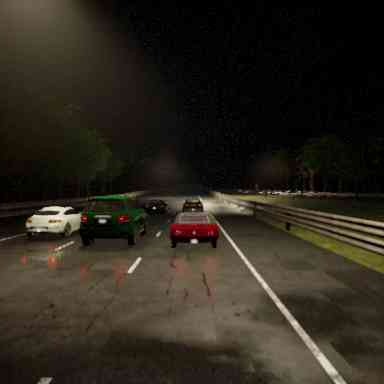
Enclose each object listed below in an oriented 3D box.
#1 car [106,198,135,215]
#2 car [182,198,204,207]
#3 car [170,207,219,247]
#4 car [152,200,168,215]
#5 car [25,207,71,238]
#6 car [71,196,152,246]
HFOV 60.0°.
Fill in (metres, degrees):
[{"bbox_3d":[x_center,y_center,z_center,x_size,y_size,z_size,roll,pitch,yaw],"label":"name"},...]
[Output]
[{"bbox_3d":[-6.912,1.383,32.600,1.812,1.442,4.674,0,0,0],"label":"car"},{"bbox_3d":[0.097,1.357,31.632,2.128,1.511,4.902,0,0,0],"label":"car"},{"bbox_3d":[0.094,1.570,14.903,1.895,1.301,4.718,0,0,0],"label":"car"},{"bbox_3d":[-3.403,1.425,32.178,1.994,1.385,4.181,0,0,0],"label":"car"},{"bbox_3d":[-6.894,1.480,17.307,1.812,1.442,4.674,0,0,0],"label":"car"},{"bbox_3d":[-3.404,1.188,15.330,2.150,2.045,5.566,0,0,0],"label":"car"}]
